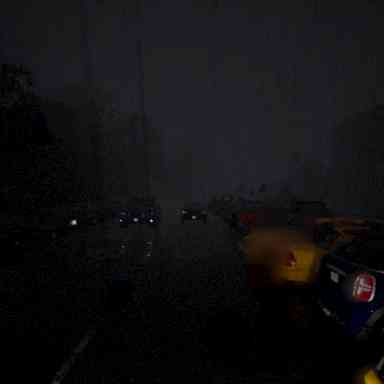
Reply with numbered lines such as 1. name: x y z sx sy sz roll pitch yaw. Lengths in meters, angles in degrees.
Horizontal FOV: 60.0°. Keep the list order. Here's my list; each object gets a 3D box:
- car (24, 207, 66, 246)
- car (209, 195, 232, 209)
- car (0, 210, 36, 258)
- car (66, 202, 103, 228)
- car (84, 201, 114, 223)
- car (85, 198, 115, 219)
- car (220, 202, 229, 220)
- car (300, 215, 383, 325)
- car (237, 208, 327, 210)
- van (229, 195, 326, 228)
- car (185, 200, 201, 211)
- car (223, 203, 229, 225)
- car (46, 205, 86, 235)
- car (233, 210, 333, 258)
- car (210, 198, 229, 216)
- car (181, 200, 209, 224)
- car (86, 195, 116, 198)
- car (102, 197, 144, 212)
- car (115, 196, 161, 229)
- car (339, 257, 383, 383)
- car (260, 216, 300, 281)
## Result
1. car: -8.139 1.515 13.587 5.008 1.535 2.097 0 0 0
2. car: 4.493 1.315 36.374 5.566 2.045 2.435 0 0 0
3. car: -8.133 1.508 10.763 5.008 1.535 2.097 0 0 0
4. car: -8.122 1.531 19.359 5.008 1.535 2.097 0 0 0
5. car: -8.118 1.538 22.183 5.008 1.535 2.097 0 0 0
6. car: -8.123 1.558 30.653 4.892 1.521 2.231 0 0 0
7. car: 4.442 1.579 22.244 4.674 1.452 2.002 0 0 0
8. car: 4.391 1.369 5.290 4.553 1.767 2.185 0 0 0
9. car: 4.436 1.557 13.767 4.674 1.452 2.002 0 0 0
10. van: 4.321 1.298 16.593 4.442 1.987 1.878 0 0 0
11. car: 0.158 1.690 42.307 1.895 1.301 4.718 0 0 0
12. car: 4.471 1.561 19.418 4.792 1.488 2.163 0 0 0
13. car: -8.160 1.553 16.535 4.792 1.488 2.163 0 0 0
14. car: 4.244 1.506 10.942 5.366 1.575 1.946 0 0 0
15. car: 4.462 1.558 30.721 5.008 1.535 2.097 0 0 0
16. car: 0.136 1.593 25.487 1.812 1.442 4.674 0 0 0
17. car: -8.085 1.310 33.354 5.566 2.045 2.435 0 0 0
18. car: -8.042 1.435 39.134 4.553 1.767 2.185 0 -1 0
19. car: -3.319 1.281 22.422 2.150 2.045 5.566 0 0 0
20. car: 4.233 1.484 2.464 5.366 1.575 1.946 0 0 0
21. car: 4.612 1.499 8.115 5.366 1.575 1.946 0 0 0
